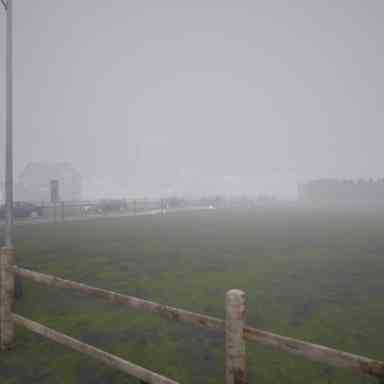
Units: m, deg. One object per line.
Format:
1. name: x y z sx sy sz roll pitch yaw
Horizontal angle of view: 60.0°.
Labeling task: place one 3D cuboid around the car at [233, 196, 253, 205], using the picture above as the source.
1. car: 8.283 1.326 53.255 1.994 1.385 4.181 -1 0 35

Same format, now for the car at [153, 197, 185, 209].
1. car: -2.848 1.363 42.263 1.837 1.490 4.892 -1 0 34

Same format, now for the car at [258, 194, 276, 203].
1. car: 13.892 1.063 61.420 2.097 1.767 4.553 -1 0 36

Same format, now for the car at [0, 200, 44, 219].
1. car: -14.164 1.422 25.883 1.882 1.535 5.008 -1 0 36

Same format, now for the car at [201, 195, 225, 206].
1. car: 3.281 1.313 51.131 1.837 1.490 4.892 -1 0 34

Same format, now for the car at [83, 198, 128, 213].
1. car: -8.705 1.395 33.757 2.128 1.511 4.902 -1 0 35
